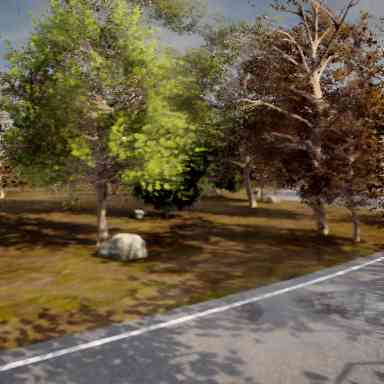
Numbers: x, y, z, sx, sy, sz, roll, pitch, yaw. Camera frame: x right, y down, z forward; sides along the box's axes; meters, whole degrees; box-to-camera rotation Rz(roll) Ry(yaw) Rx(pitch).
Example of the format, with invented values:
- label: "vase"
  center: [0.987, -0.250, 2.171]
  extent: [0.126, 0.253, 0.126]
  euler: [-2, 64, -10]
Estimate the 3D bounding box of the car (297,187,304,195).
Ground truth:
- label: "car"
  center: [17.644, -0.111, 51.391]
  extent: [1.895, 1.301, 4.718]
  euler: [-4, 2, 1]
